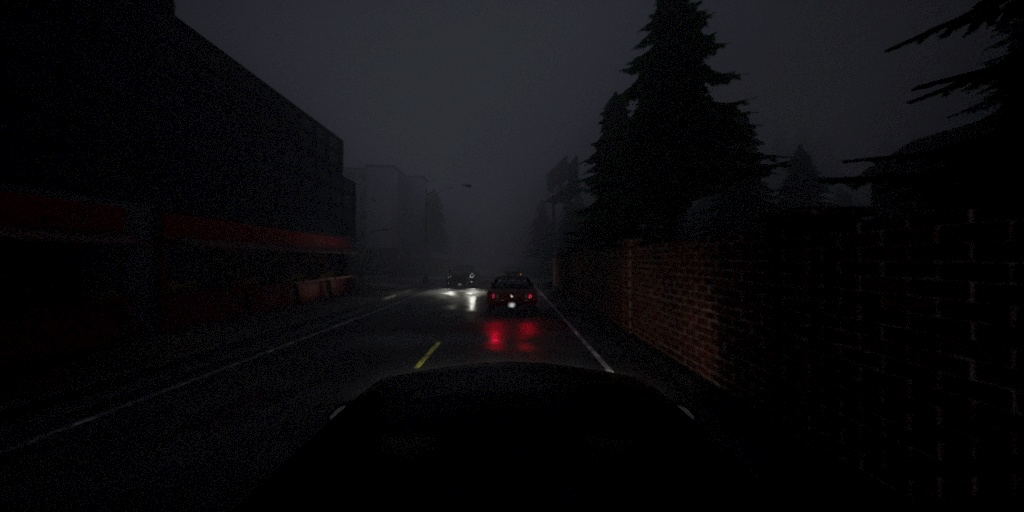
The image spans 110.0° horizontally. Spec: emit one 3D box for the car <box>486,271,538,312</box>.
[{"bbox_3d":[0.012,1.497,15.085,1.895,1.301,4.718,0,-1,0],"label":"car"}]

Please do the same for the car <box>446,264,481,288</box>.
[{"bbox_3d":[-3.531,1.373,26.616,2.097,1.767,4.553,0,-1,0],"label":"car"}]

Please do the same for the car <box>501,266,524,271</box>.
[{"bbox_3d":[0.011,1.568,30.721,1.812,1.442,4.674,0,1,0],"label":"car"}]
